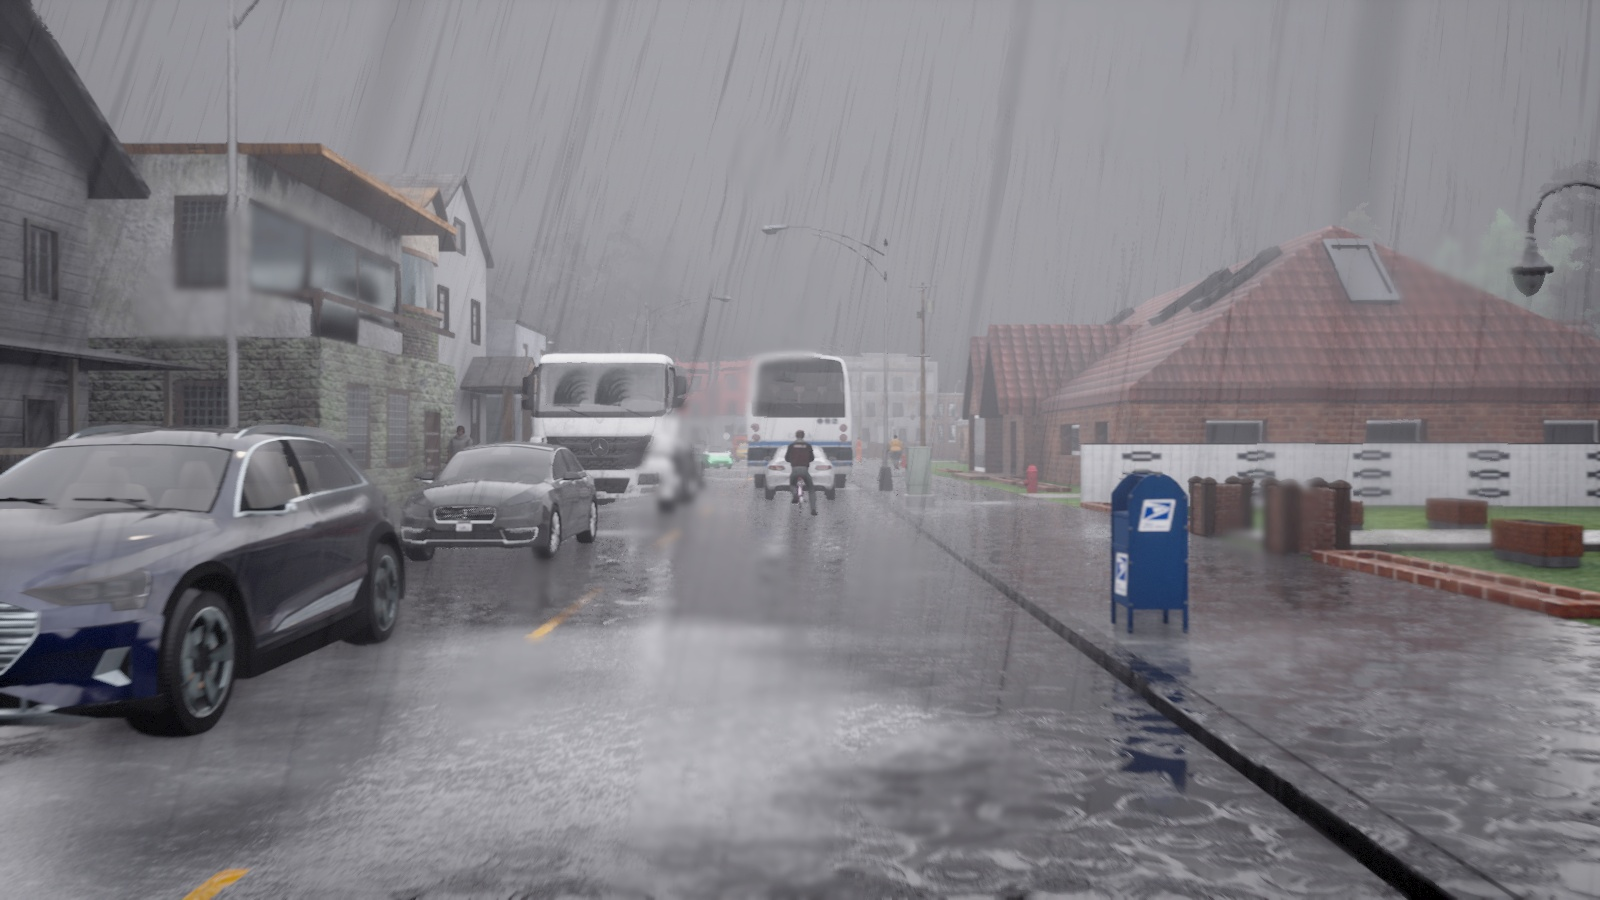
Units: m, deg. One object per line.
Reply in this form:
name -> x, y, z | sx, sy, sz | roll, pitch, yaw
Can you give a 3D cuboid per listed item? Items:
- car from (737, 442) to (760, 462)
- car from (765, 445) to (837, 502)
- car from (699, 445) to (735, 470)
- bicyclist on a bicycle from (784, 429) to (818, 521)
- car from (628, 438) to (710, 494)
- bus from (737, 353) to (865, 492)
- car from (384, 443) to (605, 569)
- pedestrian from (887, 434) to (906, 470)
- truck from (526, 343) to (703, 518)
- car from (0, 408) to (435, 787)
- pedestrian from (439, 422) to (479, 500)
car -> -4.060, 0.124, 99.037 | 1.801, 1.575, 5.366 | 0, 0, -2
car -> 0.016, 0.581, 34.010 | 1.812, 1.442, 4.674 | 0, 0, 0
car -> -4.670, 0.400, 70.564 | 1.481, 1.376, 2.207 | 1, 0, -19
bicyclist on a bicycle -> 0.013, 0.475, 25.145 | 0.659, 1.776, 1.843 | 0, 1, 0
car -> -3.983, 0.454, 38.989 | 2.033, 1.649, 4.856 | 0, 0, 0
bus -> 0.027, -0.877, 43.836 | 3.944, 4.253, 10.273 | 0, 0, 0
car -> -3.989, 0.651, 17.283 | 1.837, 1.490, 4.892 | 0, 0, 0
pedestrian -> 5.031, 0.091, 65.520 | 0.874, 1.855, 0.900 | 0, 0, -2
truck -> -3.982, -0.401, 28.846 | 2.891, 3.462, 7.936 | 0, 0, 0
car -> -3.998, 0.629, 7.893 | 2.033, 1.649, 4.856 | 0, 0, 0
pedestrian -> -8.621, 0.271, 31.751 | 0.659, 1.952, 0.873 | 0, 0, 12
